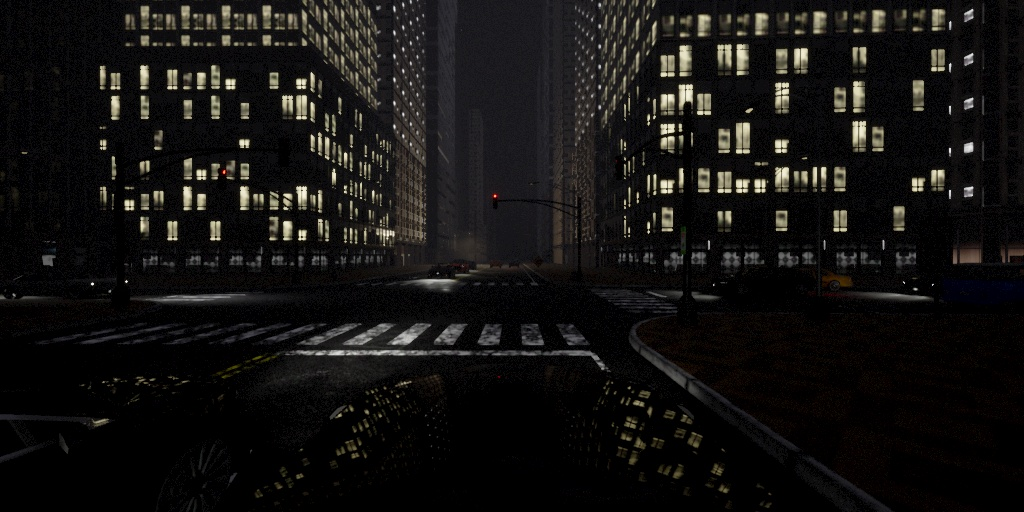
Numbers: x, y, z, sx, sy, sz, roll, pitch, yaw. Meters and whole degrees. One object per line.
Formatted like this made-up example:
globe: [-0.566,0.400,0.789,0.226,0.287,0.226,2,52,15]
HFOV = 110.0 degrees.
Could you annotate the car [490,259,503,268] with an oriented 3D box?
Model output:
car: [-2.878,1.343,64.070,1.882,1.535,5.008,0,0,0]

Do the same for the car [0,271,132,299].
car: [-21.312,1.360,17.113,4.718,1.301,1.895,0,0,0]

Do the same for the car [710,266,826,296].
car: [13.059,1.274,18.801,4.892,1.490,1.837,0,0,2]

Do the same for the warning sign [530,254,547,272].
warning sign: [3.022,0.912,41.284,1.300,1.860,1.060,0,0,0]

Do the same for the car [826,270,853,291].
car: [17.171,1.294,21.235,4.829,1.417,1.751,0,0,2]

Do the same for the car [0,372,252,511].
car: [-3.155,1.241,1.093,2.128,1.511,4.902,0,0,0]

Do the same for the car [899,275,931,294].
car: [23.459,1.324,18.380,5.357,1.411,2.033,0,0,2]

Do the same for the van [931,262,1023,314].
van: [18.406,1.120,13.057,3.998,1.789,1.690,0,0,2]

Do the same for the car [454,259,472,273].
car: [-6.419,1.154,43.288,2.097,1.767,4.553,0,0,0]

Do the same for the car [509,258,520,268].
car: [0.373,1.359,64.788,2.128,1.511,4.902,0,0,1]

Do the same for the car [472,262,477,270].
car: [-6.368,1.377,53.785,2.033,1.411,5.357,0,0,0]

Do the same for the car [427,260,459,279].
car: [-6.462,1.345,33.291,1.994,1.385,4.181,0,0,0]
